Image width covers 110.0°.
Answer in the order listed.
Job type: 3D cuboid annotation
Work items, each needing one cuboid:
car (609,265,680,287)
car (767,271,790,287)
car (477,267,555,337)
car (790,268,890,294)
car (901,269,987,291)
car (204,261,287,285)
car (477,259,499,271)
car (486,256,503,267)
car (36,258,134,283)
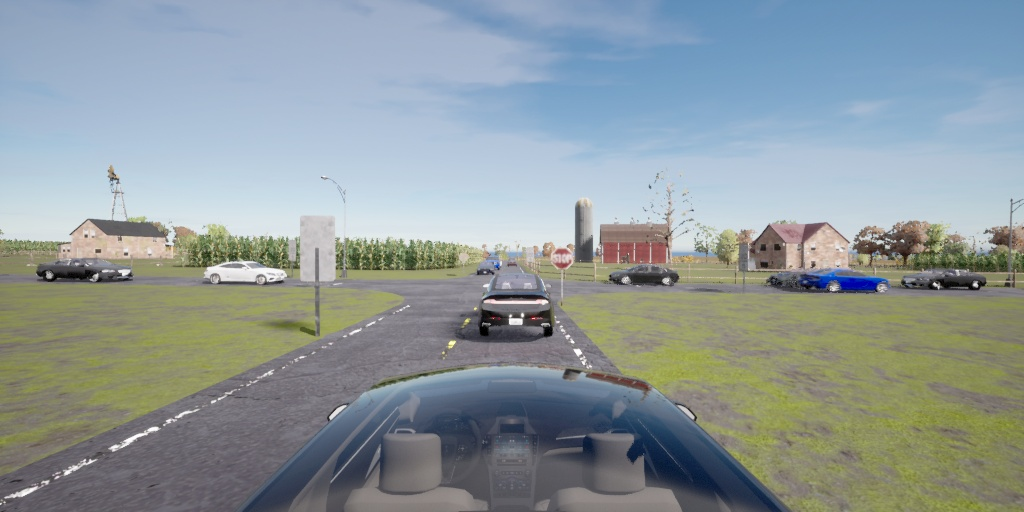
[{"bbox_3d":[9.679,1.398,26.415,4.892,1.490,1.837,1,1,3],"label":"car"},{"bbox_3d":[21.139,1.619,26.207,4.181,1.385,1.994,1,1,0],"label":"car"},{"bbox_3d":[0.143,1.241,10.343,2.128,1.511,4.902,0,0,1],"label":"car"},{"bbox_3d":[21.465,1.568,23.252,5.008,1.535,1.882,1,1,0],"label":"car"},{"bbox_3d":[31.479,1.686,26.237,4.902,1.511,2.128,1,1,0],"label":"car"},{"bbox_3d":[-17.134,1.067,23.128,4.674,1.442,1.812,1,1,0],"label":"car"},{"bbox_3d":[-2.818,1.316,39.631,2.033,1.411,5.357,0,0,-1],"label":"car"},{"bbox_3d":[-2.831,1.006,51.715,2.150,2.045,5.566,0,0,0],"label":"car"},{"bbox_3d":[-27.378,0.880,23.097,4.902,1.511,2.128,1,1,0],"label":"car"}]
